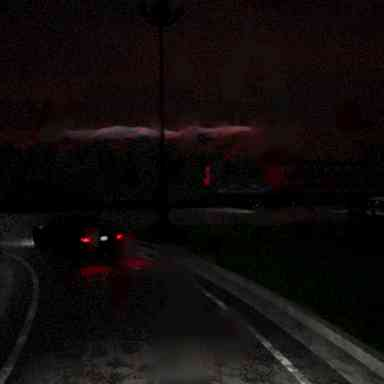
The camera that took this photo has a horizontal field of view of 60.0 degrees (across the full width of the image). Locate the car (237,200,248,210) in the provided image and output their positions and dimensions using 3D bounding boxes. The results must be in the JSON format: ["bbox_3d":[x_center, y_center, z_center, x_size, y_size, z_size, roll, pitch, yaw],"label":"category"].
[{"bbox_3d":[7.816,1.332,39.913,5.008,1.535,1.882,-1,0,-13],"label":"car"}]

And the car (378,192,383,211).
[{"bbox_3d":[21.585,0.942,32.353,5.566,2.045,2.150,-1,0,-13],"label":"car"}]

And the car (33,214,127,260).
[{"bbox_3d":[-4.471,1.574,12.721,2.033,1.411,5.357,-1,0,-40],"label":"car"}]

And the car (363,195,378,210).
[{"bbox_3d":[21.374,0.939,35.896,5.566,2.045,2.150,-1,0,-13],"label":"car"}]

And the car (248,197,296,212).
[{"bbox_3d":[9.045,1.351,36.607,4.892,1.490,1.837,-1,0,-13],"label":"car"}]
